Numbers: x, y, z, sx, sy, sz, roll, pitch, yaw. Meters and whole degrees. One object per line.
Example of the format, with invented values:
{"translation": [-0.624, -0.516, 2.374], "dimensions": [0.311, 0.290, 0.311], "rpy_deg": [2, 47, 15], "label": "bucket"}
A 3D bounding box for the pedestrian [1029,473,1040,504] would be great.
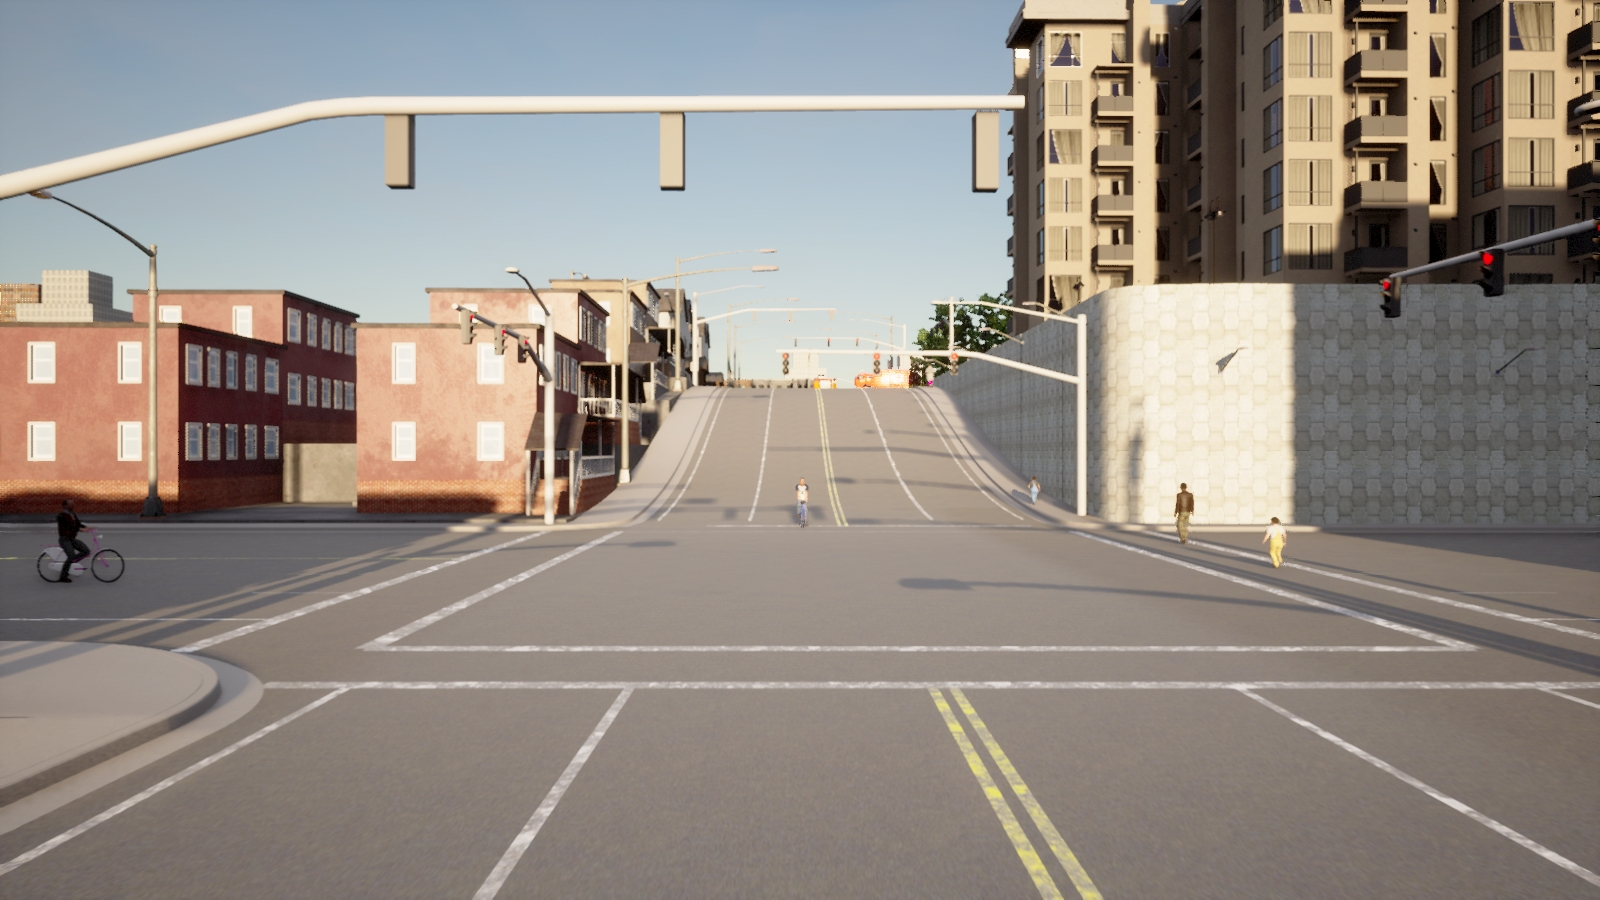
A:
{"translation": [9.884, 1.637, 48.146], "dimensions": [0.375, 1.300, 0.375], "rpy_deg": [0, 0, 0], "label": "pedestrian"}

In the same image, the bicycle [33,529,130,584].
{"translation": [-15.128, 2.233, 24.062], "dimensions": [1.835, 1.126, 0.329], "rpy_deg": [0, 0, 0], "label": "bicycle"}

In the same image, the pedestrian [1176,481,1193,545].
{"translation": [11.325, 1.848, 33.655], "dimensions": [0.375, 1.860, 0.375], "rpy_deg": [0, 0, -6], "label": "pedestrian"}

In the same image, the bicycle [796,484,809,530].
{"translation": [0.085, 2.034, 40.956], "dimensions": [0.373, 1.521, 1.643], "rpy_deg": [0, 2, -3], "label": "bicycle"}

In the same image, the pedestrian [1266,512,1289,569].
{"translation": [11.262, 2.128, 26.960], "dimensions": [0.375, 1.300, 0.375], "rpy_deg": [0, 0, -5], "label": "pedestrian"}
